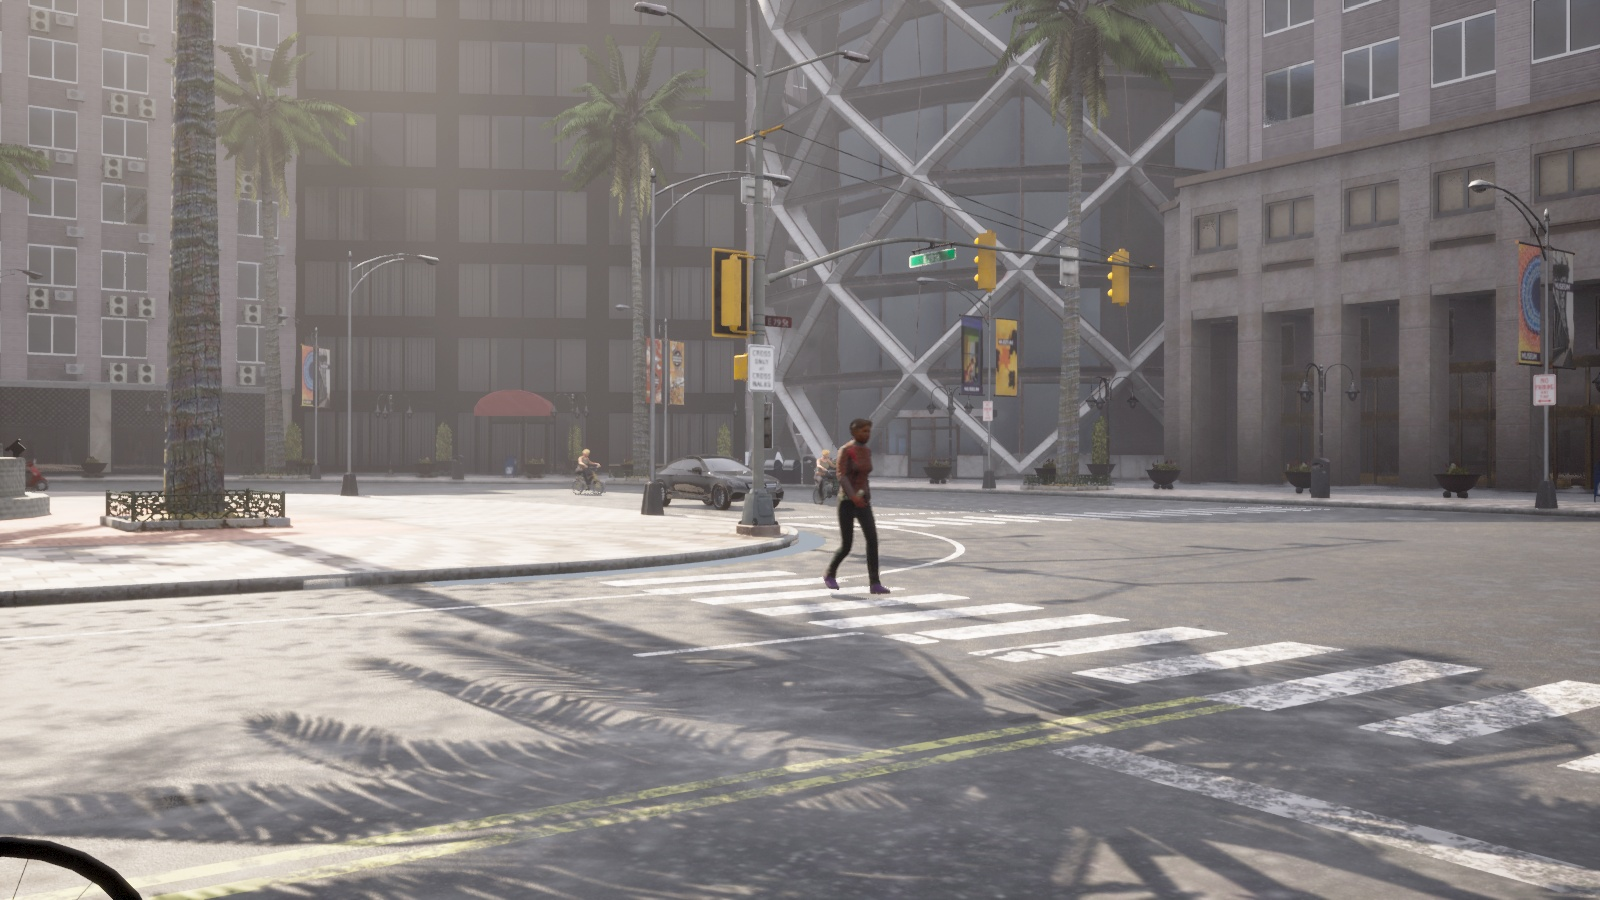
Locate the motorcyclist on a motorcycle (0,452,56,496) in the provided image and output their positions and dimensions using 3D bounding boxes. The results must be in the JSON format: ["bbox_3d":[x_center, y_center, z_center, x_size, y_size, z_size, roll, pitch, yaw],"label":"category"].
[{"bbox_3d":[-28.517,0.872,46.179,1.817,1.590,0.866,0,0,-3],"label":"motorcyclist on a motorcycle"}]

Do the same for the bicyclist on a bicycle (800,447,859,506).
[{"bbox_3d":[0.844,0.763,35.815,0.866,1.612,1.509,0,-4,-37],"label":"bicyclist on a bicycle"}]

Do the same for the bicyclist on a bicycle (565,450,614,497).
[{"bbox_3d":[-7.345,0.804,43.871,1.509,1.612,0.866,0,0,34],"label":"bicyclist on a bicycle"}]

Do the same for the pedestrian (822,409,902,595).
[{"bbox_3d":[0.620,0.507,12.671,0.328,1.805,0.869,0,0,-36],"label":"pedestrian"}]

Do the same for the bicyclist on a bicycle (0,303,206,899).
[{"bbox_3d":[-2.110,0.625,2.206,1.843,1.776,0.659,0,0,-35],"label":"bicyclist on a bicycle"}]

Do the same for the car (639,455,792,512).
[{"bbox_3d":[-2.379,0.860,34.343,1.812,1.442,4.674,0,0,-39],"label":"car"}]
